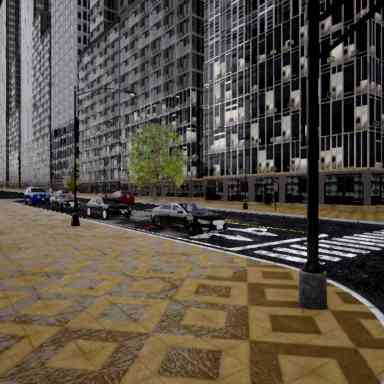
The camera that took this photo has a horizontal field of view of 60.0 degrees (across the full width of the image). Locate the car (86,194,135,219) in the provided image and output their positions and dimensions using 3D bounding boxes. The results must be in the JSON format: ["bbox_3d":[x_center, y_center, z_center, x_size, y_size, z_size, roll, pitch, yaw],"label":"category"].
[{"bbox_3d":[-6.111,1.097,24.208,1.837,1.490,4.892,0,1,-38],"label":"car"}]

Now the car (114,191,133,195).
[{"bbox_3d":[-9.584,0.597,44.768,2.097,1.767,4.553,0,1,-38],"label":"car"}]

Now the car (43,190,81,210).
[{"bbox_3d":[-12.347,0.899,32.167,2.128,1.511,4.902,0,1,-38],"label":"car"}]

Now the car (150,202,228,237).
[{"bbox_3d":[-0.268,1.257,16.776,2.128,1.511,4.902,0,1,-38],"label":"car"}]

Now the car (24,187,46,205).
[{"bbox_3d":[-18.866,0.433,40.572,2.150,2.045,5.566,0,1,-38],"label":"car"}]

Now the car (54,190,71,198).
[{"bbox_3d":[-25.299,0.299,64.873,1.812,1.442,4.674,0,1,-38],"label":"car"}]
